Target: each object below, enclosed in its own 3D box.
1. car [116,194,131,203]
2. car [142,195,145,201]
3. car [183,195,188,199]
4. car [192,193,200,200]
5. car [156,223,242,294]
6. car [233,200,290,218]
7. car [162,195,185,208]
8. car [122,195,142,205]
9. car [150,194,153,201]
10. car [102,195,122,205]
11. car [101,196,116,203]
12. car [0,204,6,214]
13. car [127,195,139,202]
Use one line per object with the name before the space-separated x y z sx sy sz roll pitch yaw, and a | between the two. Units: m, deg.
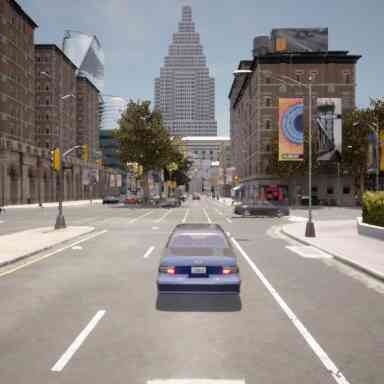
car | -14.149 1.355 68.752 2.097 1.767 4.553 0 0 1
car | -10.638 1.500 69.623 1.837 1.490 4.892 0 0 1
car | -2.563 1.500 74.946 1.837 1.490 4.892 0 0 1
car | 1.121 1.350 89.984 2.097 1.767 4.553 0 0 1
car | 0.172 1.547 8.905 2.033 1.411 5.357 0 0 1
car | 6.050 1.505 29.097 4.892 1.490 1.837 0 0 0
car | -2.869 1.547 47.914 2.033 1.411 5.357 0 0 8
car | -10.830 1.478 59.827 1.882 1.535 5.008 0 0 1
car | -10.511 1.355 79.611 2.097 1.767 4.553 0 0 1
car | -14.349 1.601 58.646 1.895 1.301 4.718 0 0 1
car | -17.385 1.595 69.799 1.895 1.301 4.718 0 0 1
car | -20.950 1.491 32.786 4.902 1.511 2.128 0 0 0
car | -14.021 1.478 78.851 1.882 1.535 5.008 0 0 1
